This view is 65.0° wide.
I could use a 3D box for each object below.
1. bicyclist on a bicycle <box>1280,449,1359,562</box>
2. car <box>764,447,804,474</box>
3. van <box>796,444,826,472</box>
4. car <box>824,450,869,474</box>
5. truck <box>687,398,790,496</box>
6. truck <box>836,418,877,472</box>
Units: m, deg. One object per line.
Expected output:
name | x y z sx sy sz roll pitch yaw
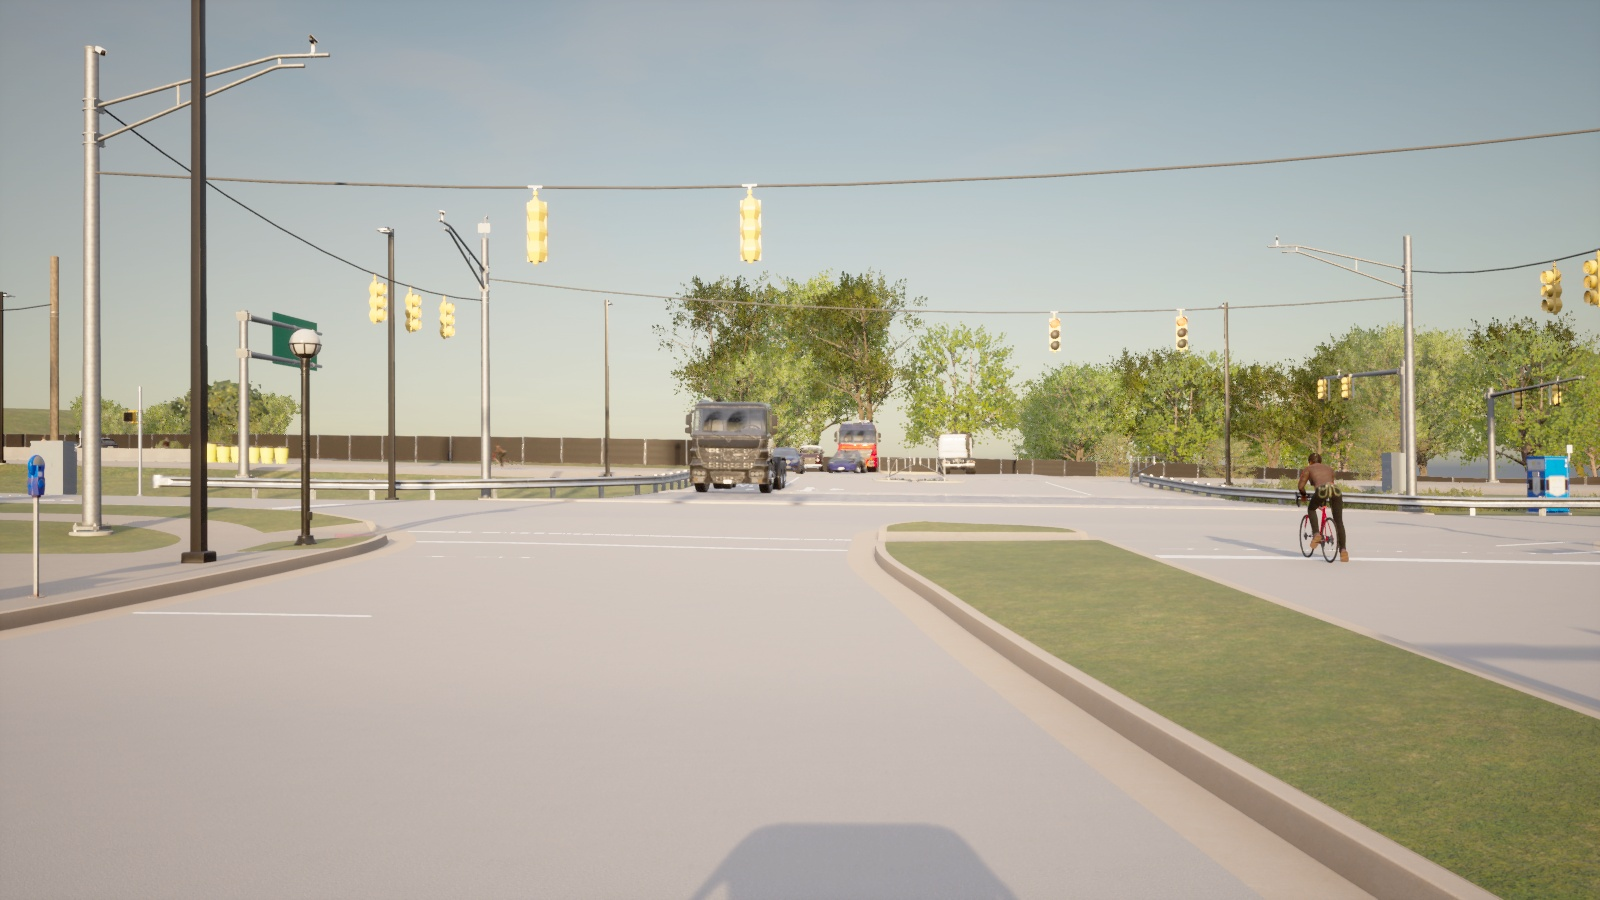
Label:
bicyclist on a bicycle | 7.829 0.808 18.989 0.582 1.620 1.656 0 0 4
car | -0.839 0.592 68.507 1.812 1.442 4.674 0 -1 4
van | 0.847 0.645 94.811 2.069 2.038 4.480 0 -2 4
car | 3.007 0.737 80.248 2.163 1.488 4.792 0 0 11
truck | -2.239 -0.134 48.801 2.891 3.462 7.936 0 0 5
truck | 4.285 -0.276 93.555 2.891 3.827 8.468 0 -1 4
